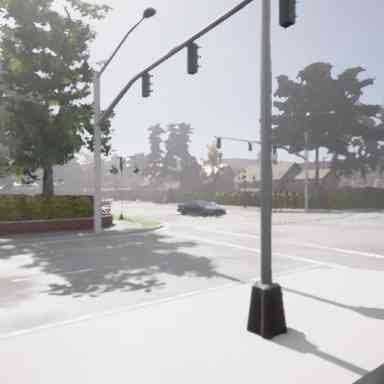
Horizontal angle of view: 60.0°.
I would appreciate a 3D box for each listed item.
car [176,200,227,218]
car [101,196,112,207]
[{"bbox_3d":[0.707,1.442,29.243,2.033,1.411,5.357,0,1,-36],"label":"car"},{"bbox_3d":[-13.455,1.365,48.771,1.882,1.535,5.008,0,0,-36],"label":"car"}]
